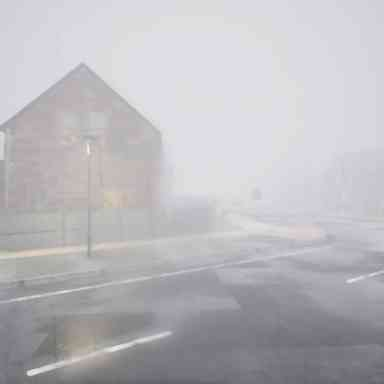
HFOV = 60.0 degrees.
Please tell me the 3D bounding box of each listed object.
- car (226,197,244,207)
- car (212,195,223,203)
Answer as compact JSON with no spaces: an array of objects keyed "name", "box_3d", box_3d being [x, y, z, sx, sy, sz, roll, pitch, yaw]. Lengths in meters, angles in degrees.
[{"name":"car","box_3d":[6.309,1.453,49.040,1.994,1.385,4.181,1,0,-4]},{"name":"car","box_3d":[4.980,1.376,66.772,1.812,1.442,4.674,1,0,-4]}]
